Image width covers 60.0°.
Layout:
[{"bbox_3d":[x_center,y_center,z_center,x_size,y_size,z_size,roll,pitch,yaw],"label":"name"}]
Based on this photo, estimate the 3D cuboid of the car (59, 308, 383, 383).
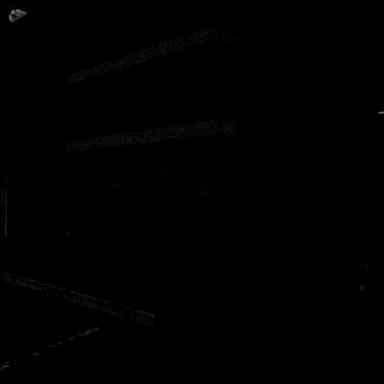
[{"bbox_3d":[0.854,1.567,2.264,4.313,1.339,1.947,0,0,36],"label":"car"}]
